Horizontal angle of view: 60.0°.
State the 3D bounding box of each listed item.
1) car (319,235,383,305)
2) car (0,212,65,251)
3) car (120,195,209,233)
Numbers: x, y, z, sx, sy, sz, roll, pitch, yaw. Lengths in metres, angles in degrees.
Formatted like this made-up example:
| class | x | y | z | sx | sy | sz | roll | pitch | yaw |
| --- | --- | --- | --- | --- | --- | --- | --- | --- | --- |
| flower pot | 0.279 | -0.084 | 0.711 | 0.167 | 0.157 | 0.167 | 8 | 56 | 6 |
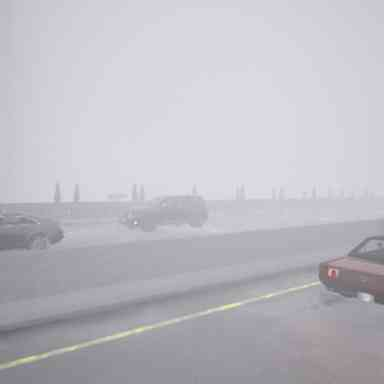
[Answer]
| class | x | y | z | sx | sy | sz | roll | pitch | yaw |
| --- | --- | --- | --- | --- | --- | --- | --- | --- | --- |
| car | 4.940 | 1.602 | 7.268 | 4.718 | 1.301 | 1.895 | 0 | 0 | -35 |
| car | -7.113 | 1.492 | 11.814 | 4.902 | 1.511 | 2.128 | 0 | 0 | -35 |
| car | -1.507 | 1.224 | 20.109 | 5.566 | 2.045 | 2.150 | 0 | 0 | -35 |
